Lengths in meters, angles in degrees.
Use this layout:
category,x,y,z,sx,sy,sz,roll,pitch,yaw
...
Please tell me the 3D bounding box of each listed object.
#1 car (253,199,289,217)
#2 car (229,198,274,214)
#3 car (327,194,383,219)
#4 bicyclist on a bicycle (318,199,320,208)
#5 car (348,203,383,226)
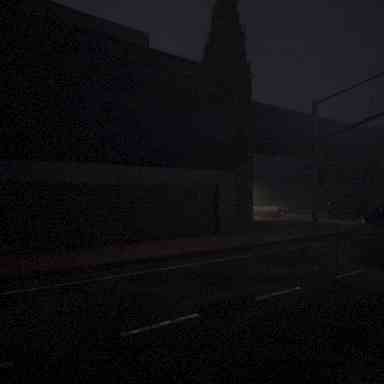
category,x,y,z,sx,sy,sz,roll,pitch,yaw
car,6.628,1.601,31.045,1.895,1.301,4.718,0,0,-37
car,6.532,1.491,37.028,2.128,1.511,4.902,0,0,-37
car,13.958,1.221,27.253,2.150,2.045,5.566,0,0,-39
bicyclist on a bicycle,16.214,1.303,43.252,1.656,1.620,0.582,0,0,-37
car,12.395,1.601,20.937,1.895,1.301,4.718,0,0,-11
